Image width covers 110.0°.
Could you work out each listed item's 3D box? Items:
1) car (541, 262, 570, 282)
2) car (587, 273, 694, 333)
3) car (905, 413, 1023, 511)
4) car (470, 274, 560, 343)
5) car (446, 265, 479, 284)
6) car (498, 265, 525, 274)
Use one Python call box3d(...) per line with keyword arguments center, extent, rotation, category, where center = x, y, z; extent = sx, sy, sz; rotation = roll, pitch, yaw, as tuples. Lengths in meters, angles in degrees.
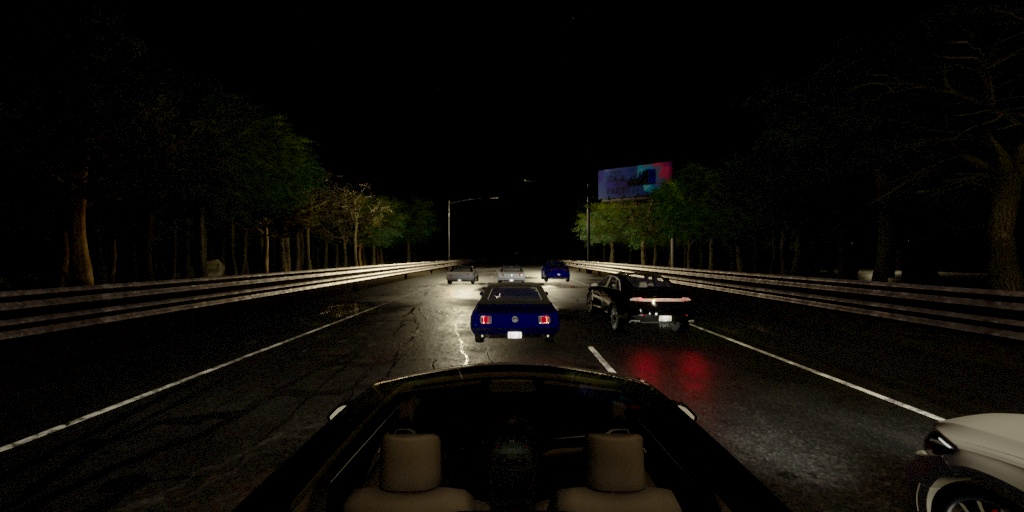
box3d(center=(3.451, 1.224, 29.072), extent=(1.882, 1.535, 5.008), rotation=(0, 0, -1), category="car")
box3d(center=(3.552, 1.240, 10.768), extent=(2.128, 1.511, 4.902), rotation=(0, 0, 0), category="car")
box3d(center=(3.621, 1.276, 0.457), extent=(1.812, 1.442, 4.674), rotation=(0, 0, 0), category="car")
box3d(center=(0.057, 1.350, 9.646), extent=(1.895, 1.301, 4.718), rotation=(0, 0, 0), category="car")
box3d(center=(-3.535, 1.348, 26.418), extent=(1.895, 1.301, 4.718), rotation=(0, 0, 0), category="car")
box3d(center=(-0.035, 1.348, 26.486), extent=(1.895, 1.301, 4.718), rotation=(0, 0, 0), category="car")
